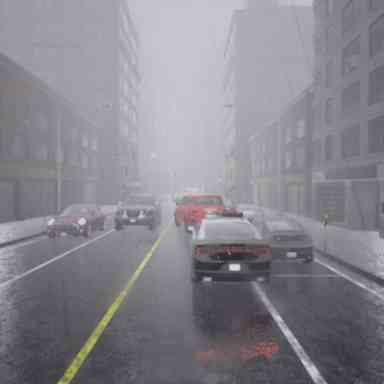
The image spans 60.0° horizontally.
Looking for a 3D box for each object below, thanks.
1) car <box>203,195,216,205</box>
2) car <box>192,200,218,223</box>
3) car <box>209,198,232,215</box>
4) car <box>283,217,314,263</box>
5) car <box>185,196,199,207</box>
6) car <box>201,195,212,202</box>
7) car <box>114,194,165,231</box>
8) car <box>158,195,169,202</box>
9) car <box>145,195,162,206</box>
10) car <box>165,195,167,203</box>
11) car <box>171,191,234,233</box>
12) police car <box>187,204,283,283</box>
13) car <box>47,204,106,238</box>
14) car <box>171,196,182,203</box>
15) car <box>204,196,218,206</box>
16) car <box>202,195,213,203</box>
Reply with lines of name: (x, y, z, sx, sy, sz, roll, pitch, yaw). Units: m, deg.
car: (2.813, 1.315, 55.460, 1.887, 1.381, 4.507, -1, 0, 0)
car: (0.928, 1.413, 25.524, 1.812, 1.442, 4.674, 0, 0, 0)
car: (2.789, 1.400, 33.440, 1.887, 1.381, 4.507, -1, 0, 0)
car: (2.765, 1.498, 11.419, 2.008, 1.369, 4.403, -1, 0, 0)
car: (0.065, 1.307, 47.096, 1.837, 1.490, 4.892, 0, 0, 1)
car: (2.825, 1.274, 66.471, 1.887, 1.381, 4.507, -1, 0, 0)
car: (-3.077, 1.132, 20.059, 2.150, 2.045, 5.566, 0, 0, 0)
car: (-5.700, 1.273, 66.480, 1.887, 1.381, 4.507, -1, 0, 0)
car: (-5.719, 1.230, 49.964, 1.967, 1.590, 4.097, -1, 0, 0)
car: (-5.712, 1.335, 55.470, 1.947, 1.339, 4.313, -1, 0, 0)
car: (0.356, 1.124, 19.313, 2.150, 2.045, 5.566, -1, 0, -12)
police car: (0.910, 1.380, 9.632, 1.930, 1.638, 5.238, 0, 0, 0)
car: (-5.755, 1.363, 16.933, 1.967, 1.590, 4.097, -1, 0, 0)
car: (-2.929, 1.393, 64.073, 1.895, 1.301, 4.718, 0, 0, 0)
car: (2.807, 1.356, 49.955, 1.947, 1.339, 4.313, -1, 0, 0)
car: (2.819, 1.294, 60.965, 1.887, 1.381, 4.507, -1, 0, 0)
